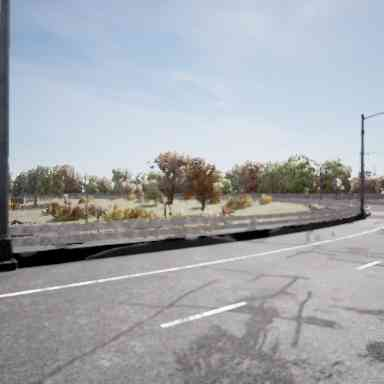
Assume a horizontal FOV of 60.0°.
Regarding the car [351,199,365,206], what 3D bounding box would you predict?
[{"bbox_3d":[39.617,2.486,79.666,2.097,1.767,4.553,0,-1,6],"label":"car"}]
